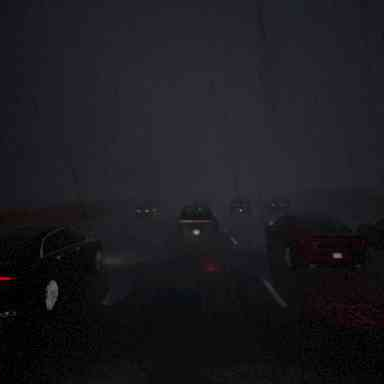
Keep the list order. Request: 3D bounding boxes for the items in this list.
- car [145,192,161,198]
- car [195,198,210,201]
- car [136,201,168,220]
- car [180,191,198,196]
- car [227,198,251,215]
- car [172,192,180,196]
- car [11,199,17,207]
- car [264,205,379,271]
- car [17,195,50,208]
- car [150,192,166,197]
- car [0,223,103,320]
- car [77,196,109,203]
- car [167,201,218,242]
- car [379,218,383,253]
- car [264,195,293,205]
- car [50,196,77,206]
[{"bbox_3d":[-10.007,0.662,85.215,1.837,1.490,4.892,0,0,23],"label":"car"},{"bbox_3d":[0.987,1.320,31.959,1.812,1.442,4.674,0,0,5],"label":"car"},{"bbox_3d":[-3.007,1.377,25.908,2.033,1.411,5.357,0,0,3],"label":"car"},{"bbox_3d":[-0.253,0.524,81.310,2.097,1.767,4.553,0,0,25],"label":"car"},{"bbox_3d":[4.409,1.309,31.008,1.837,1.490,4.892,0,0,5],"label":"car"},{"bbox_3d":[-3.624,0.669,82.341,1.882,1.535,5.008,0,0,23],"label":"car"},{"bbox_3d":[-22.167,1.163,44.905,1.882,1.535,5.008,0,0,10],"label":"car"},{"bbox_3d":[3.649,1.411,10.749,1.882,1.535,5.008,0,0,1],"label":"car"},{"bbox_3d":[-19.118,1.254,42.052,2.033,1.411,5.357,0,0,8],"label":"car"},{"bbox_3d":[-8.033,0.919,81.018,1.837,1.490,4.892,0,0,23],"label":"car"},{"bbox_3d":[-3.394,1.455,7.329,1.837,1.490,4.892,0,1,1],"label":"car"},{"bbox_3d":[-12.048,1.195,41.733,1.882,1.535,5.008,0,0,9],"label":"car"},{"bbox_3d":[0.207,1.390,15.734,2.128,1.511,4.902,0,0,1],"label":"car"},{"bbox_3d":[7.149,1.415,10.725,1.882,1.535,5.008,0,0,1],"label":"car"},{"bbox_3d":[7.899,1.162,30.627,2.097,1.767,4.553,0,0,5],"label":"car"},{"bbox_3d":[-15.458,1.254,42.752,2.033,1.411,5.357,0,0,9],"label":"car"}]
